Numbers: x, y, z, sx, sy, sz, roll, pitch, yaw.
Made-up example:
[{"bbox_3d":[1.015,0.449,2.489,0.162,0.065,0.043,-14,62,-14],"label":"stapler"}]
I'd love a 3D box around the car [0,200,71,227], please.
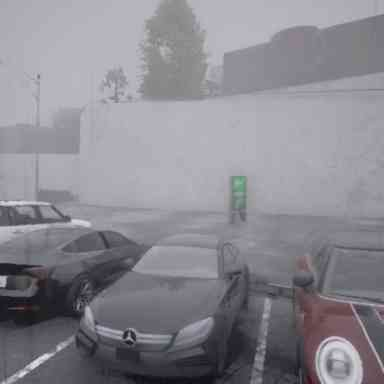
[{"bbox_3d":[-4.951,1.235,9.379,2.435,2.045,5.566,0,-1,16],"label":"car"}]

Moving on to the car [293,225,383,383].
[{"bbox_3d":[2.381,1.362,4.140,2.185,1.767,4.553,0,-1,16],"label":"car"}]

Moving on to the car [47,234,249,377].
[{"bbox_3d":[-0.067,1.535,5.854,2.002,1.452,4.674,1,-1,16],"label":"car"}]

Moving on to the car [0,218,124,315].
[{"bbox_3d":[-2.514,1.520,7.633,2.163,1.488,4.792,0,-1,16],"label":"car"}]
